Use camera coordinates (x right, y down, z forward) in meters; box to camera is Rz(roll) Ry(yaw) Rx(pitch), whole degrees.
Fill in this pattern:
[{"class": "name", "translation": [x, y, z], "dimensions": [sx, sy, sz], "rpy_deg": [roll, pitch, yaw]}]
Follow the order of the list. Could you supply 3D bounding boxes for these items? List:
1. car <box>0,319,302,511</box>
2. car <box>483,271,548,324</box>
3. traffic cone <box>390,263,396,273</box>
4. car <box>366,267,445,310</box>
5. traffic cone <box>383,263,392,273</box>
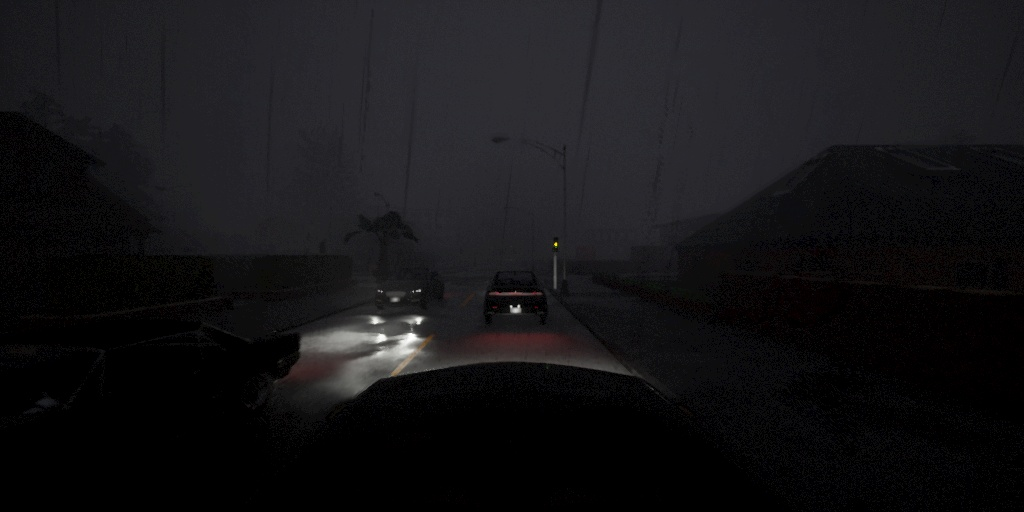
[{"class": "car", "translation": [-4.086, 1.349, 3.126], "dimensions": [1.895, 1.301, 4.718], "rpy_deg": [0, 0, 0]}, {"class": "car", "translation": [0.101, 1.230, 11.930], "dimensions": [2.128, 1.511, 4.902], "rpy_deg": [0, 0, 0]}, {"class": "traffic cone", "translation": [-15.391, 1.508, 45.829], "dimensions": [0.344, 0.586, 0.344], "rpy_deg": [0, 0, 0]}, {"class": "car", "translation": [-4.000, 1.227, 14.724], "dimensions": [2.128, 1.511, 4.902], "rpy_deg": [0, 0, 0]}, {"class": "traffic cone", "translation": [-15.752, 1.512, 45.259], "dimensions": [0.344, 0.586, 0.344], "rpy_deg": [0, 0, 0]}]
